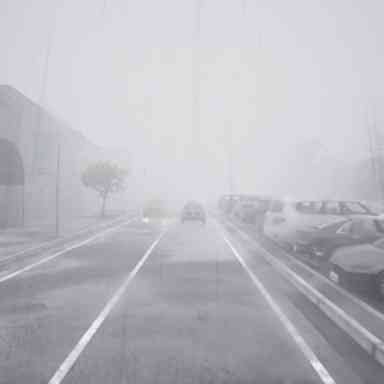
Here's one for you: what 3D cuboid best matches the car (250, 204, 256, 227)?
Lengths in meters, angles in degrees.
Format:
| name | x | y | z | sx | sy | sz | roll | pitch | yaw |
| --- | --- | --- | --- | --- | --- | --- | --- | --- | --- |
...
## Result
| name | x | y | z | sx | sy | sz | roll | pitch | yaw |
| --- | --- | --- | --- | --- | --- | --- | --- | --- | --- |
| car | 5.603 | 1.489 | 15.913 | 5.008 | 1.535 | 2.097 | 0 | 0 | 0 |

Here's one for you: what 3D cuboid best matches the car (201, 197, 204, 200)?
| name | x | y | z | sx | sy | sz | roll | pitch | yaw |
| --- | --- | --- | --- | --- | --- | --- | --- | --- | --- |
| car | 0.106 | 1.699 | 42.815 | 1.994 | 1.385 | 4.181 | 0 | -1 | 0 |

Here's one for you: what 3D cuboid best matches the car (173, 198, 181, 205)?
| name | x | y | z | sx | sy | sz | roll | pitch | yaw |
| --- | --- | --- | --- | --- | --- | --- | --- | --- | --- |
| car | -3.241 | 2.076 | 73.342 | 1.895 | 1.301 | 4.718 | 0 | -1 | 0 |

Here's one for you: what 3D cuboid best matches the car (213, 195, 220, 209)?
| name | x | y | z | sx | sy | sz | roll | pitch | yaw |
| --- | --- | --- | --- | --- | --- | --- | --- | --- | --- |
| car | 5.629 | 1.319 | 38.339 | 5.566 | 2.045 | 2.435 | 0 | 0 | 0 |

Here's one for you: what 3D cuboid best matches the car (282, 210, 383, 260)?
| name | x | y | z | sx | sy | sz | roll | pitch | yaw |
| --- | --- | --- | --- | --- | --- | --- | --- | --- | --- |
| car | 5.611 | 1.478 | 10.302 | 4.892 | 1.521 | 2.231 | 0 | 0 | 0 |

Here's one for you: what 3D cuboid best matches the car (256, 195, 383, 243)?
| name | x | y | z | sx | sy | sz | roll | pitch | yaw |
| --- | --- | --- | --- | --- | --- | --- | --- | --- | --- |
| car | 5.640 | 1.232 | 13.110 | 5.566 | 2.045 | 2.435 | 0 | 0 | 0 |

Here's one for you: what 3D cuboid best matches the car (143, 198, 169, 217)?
| name | x | y | z | sx | sy | sz | roll | pitch | yaw |
| --- | --- | --- | --- | --- | --- | --- | --- | --- | --- |
| car | -3.343 | 1.415 | 31.805 | 2.097 | 1.767 | 4.553 | 0 | 0 | 0 |

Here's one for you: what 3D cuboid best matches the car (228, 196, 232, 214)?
| name | x | y | z | sx | sy | sz | roll | pitch | yaw |
| --- | --- | --- | --- | --- | --- | --- | --- | --- | --- |
| car | 5.567 | 1.390 | 27.128 | 4.553 | 1.767 | 2.185 | 0 | 0 | 0 |

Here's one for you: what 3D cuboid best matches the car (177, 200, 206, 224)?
| name | x | y | z | sx | sy | sz | roll | pitch | yaw |
| --- | --- | --- | --- | --- | --- | --- | --- | --- | --- |
| car | 0.103 | 1.594 | 25.444 | 2.033 | 1.411 | 5.357 | 0 | 0 | 0 |

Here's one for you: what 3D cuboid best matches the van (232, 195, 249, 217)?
| name | x | y | z | sx | sy | sz | roll | pitch | yaw |
| --- | --- | --- | --- | --- | --- | --- | --- | --- | --- |
| van | 5.484 | 1.284 | 24.324 | 4.442 | 1.987 | 1.878 | 0 | 0 | 0 |

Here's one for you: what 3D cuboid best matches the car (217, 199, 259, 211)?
| name | x | y | z | sx | sy | sz | roll | pitch | yaw |
| --- | --- | --- | --- | --- | --- | --- | --- | --- | --- |
| car | 5.597 | 1.593 | 41.138 | 4.892 | 1.521 | 2.231 | 0 | 0 | 0 |

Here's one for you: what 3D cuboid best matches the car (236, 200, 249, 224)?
| name | x | y | z | sx | sy | sz | roll | pitch | yaw |
| --- | --- | --- | --- | --- | --- | --- | --- | --- | --- |
| car | 5.596 | 1.504 | 21.519 | 4.892 | 1.521 | 2.231 | 0 | 0 | 0 |

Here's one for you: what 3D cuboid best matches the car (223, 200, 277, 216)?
| name | x | y | z | sx | sy | sz | roll | pitch | yaw |
| --- | --- | --- | --- | --- | --- | --- | --- | --- | --- |
| car | 5.605 | 1.537 | 32.733 | 4.892 | 1.521 | 2.231 | 0 | 0 | 0 |

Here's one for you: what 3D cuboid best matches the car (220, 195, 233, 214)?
| name | x | y | z | sx | sy | sz | roll | pitch | yaw |
| --- | --- | --- | --- | --- | --- | --- | --- | --- | --- |
| car | 5.627 | 1.275 | 29.929 | 5.566 | 2.045 | 2.435 | 0 | 0 | 0 |

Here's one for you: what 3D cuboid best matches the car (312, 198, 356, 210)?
| name | x | y | z | sx | sy | sz | roll | pitch | yaw |
| --- | --- | --- | --- | --- | --- | --- | --- | --- | --- |
| car | 18.679 | 1.616 | 43.892 | 5.008 | 1.535 | 2.097 | 0 | -1 | 0 |

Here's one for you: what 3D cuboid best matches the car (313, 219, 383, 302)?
| name | x | y | z | sx | sy | sz | roll | pitch | yaw |
| --- | --- | --- | --- | --- | --- | --- | --- | --- | --- |
| car | 5.589 | 1.502 | 7.504 | 4.792 | 1.488 | 2.163 | 0 | 0 | 0 |

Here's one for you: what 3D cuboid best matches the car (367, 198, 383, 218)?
| name | x | y | z | sx | sy | sz | roll | pitch | yaw |
| --- | --- | --- | --- | --- | --- | --- | --- | --- | --- |
| car | 18.647 | 1.400 | 29.969 | 4.553 | 1.767 | 2.185 | 0 | 0 | 0 |

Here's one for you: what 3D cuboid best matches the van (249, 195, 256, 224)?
| name | x | y | z | sx | sy | sz | roll | pitch | yaw |
| --- | --- | --- | --- | --- | --- | --- | --- | --- | --- |
| van | 5.721 | 1.270 | 18.717 | 4.442 | 1.987 | 1.878 | 0 | 0 | 0 |

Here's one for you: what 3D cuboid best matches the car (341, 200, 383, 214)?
| name | x | y | z | sx | sy | sz | roll | pitch | yaw |
| --- | --- | --- | --- | --- | --- | --- | --- | --- | --- |
| car | 18.681 | 1.592 | 35.537 | 4.674 | 1.452 | 2.002 | 0 | 0 | 0 |

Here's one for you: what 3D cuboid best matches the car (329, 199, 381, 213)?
| name | x | y | z | sx | sy | sz | roll | pitch | yaw |
| --- | --- | --- | --- | --- | --- | --- | --- | --- | --- |
| car | 18.686 | 1.569 | 38.324 | 5.008 | 1.535 | 2.097 | 0 | 0 | 0 |
